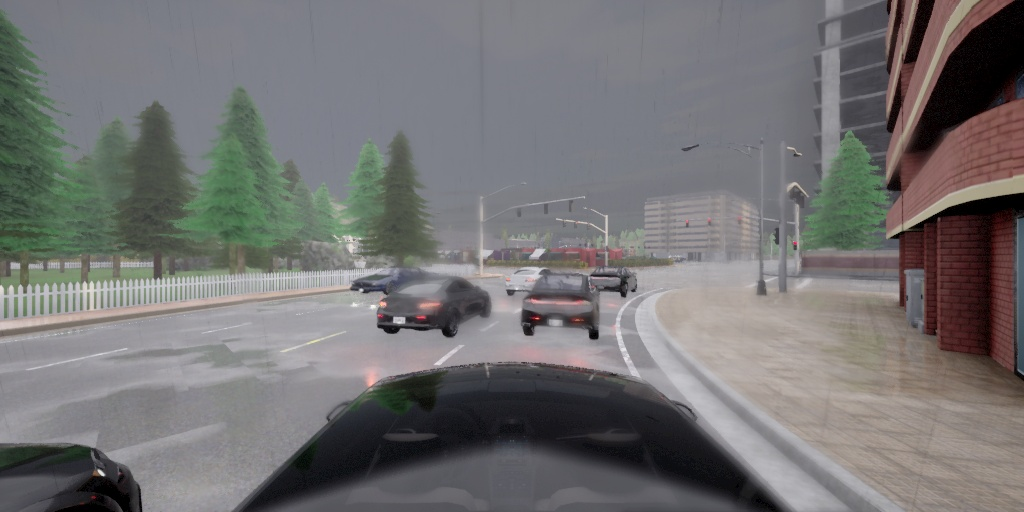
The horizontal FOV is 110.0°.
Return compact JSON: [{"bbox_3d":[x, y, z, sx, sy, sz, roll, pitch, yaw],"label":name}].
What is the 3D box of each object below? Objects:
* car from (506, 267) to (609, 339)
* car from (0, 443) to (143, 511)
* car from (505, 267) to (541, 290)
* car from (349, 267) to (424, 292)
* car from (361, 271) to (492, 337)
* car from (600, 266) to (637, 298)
[{"bbox_3d":[1.549,1.242,10.167,2.128,1.511,4.902,0,0,14],"label":"car"},{"bbox_3d":[-3.170,1.314,0.387,1.994,1.385,4.181,0,0,-2],"label":"car"},{"bbox_3d":[1.243,1.276,18.796,1.812,1.442,4.674,0,0,26],"label":"car"},{"bbox_3d":[-6.305,1.298,20.010,2.033,1.411,5.357,0,0,24],"label":"car"},{"bbox_3d":[-1.999,1.276,10.294,1.812,1.442,4.674,0,0,13],"label":"car"},{"bbox_3d":[5.320,1.242,18.788,2.128,1.511,4.902,0,0,28],"label":"car"}]
